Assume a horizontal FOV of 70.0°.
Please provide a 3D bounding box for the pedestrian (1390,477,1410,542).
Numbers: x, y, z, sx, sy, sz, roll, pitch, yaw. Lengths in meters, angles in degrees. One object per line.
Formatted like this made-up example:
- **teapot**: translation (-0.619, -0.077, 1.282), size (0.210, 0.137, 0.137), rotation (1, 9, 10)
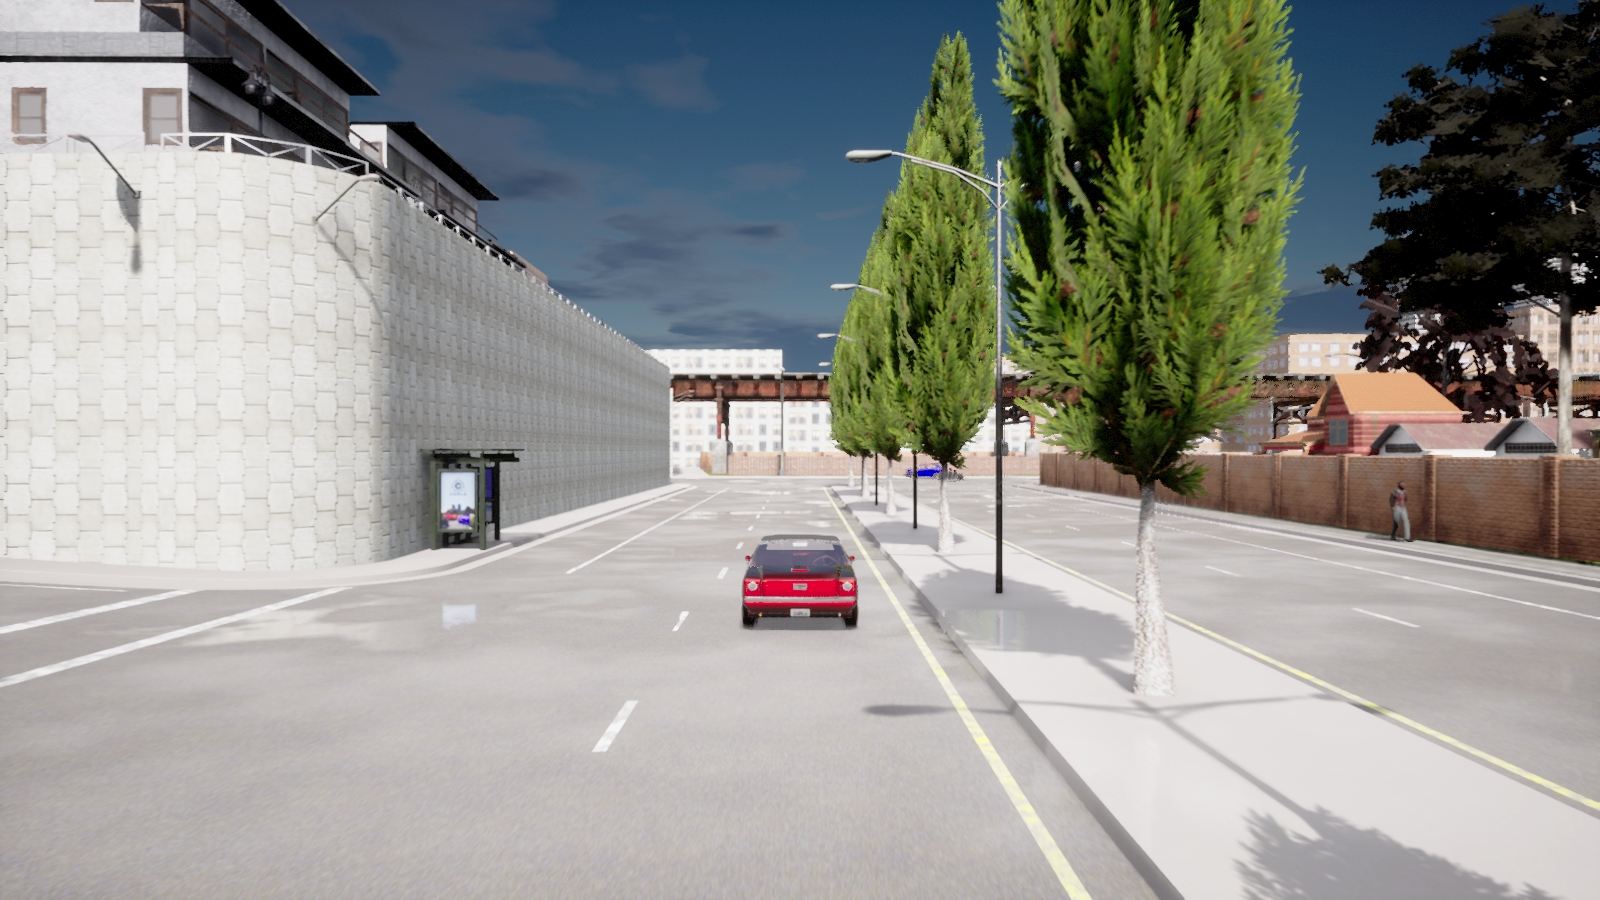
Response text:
- **pedestrian**: translation (17.195, 1.698, 32.737), size (0.375, 1.860, 0.375), rotation (0, 0, 1)

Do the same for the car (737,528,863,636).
- **car**: translation (-0.002, 2.149, 19.571), size (1.895, 1.301, 4.718), rotation (0, 0, 0)
